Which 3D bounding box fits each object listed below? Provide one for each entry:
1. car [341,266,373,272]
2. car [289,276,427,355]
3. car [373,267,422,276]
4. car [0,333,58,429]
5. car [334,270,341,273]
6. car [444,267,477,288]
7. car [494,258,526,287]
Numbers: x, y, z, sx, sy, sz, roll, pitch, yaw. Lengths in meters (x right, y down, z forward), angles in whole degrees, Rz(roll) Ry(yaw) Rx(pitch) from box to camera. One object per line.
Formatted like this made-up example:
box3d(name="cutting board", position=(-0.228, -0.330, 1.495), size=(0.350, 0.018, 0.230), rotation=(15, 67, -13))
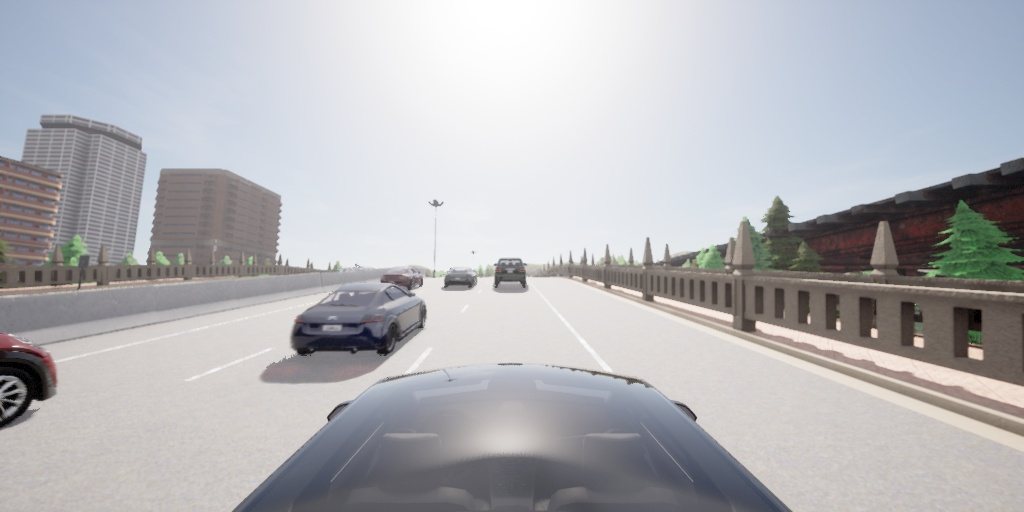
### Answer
box3d(name="car", position=(-17.973, 1.895, 43.078), size=(2.128, 1.511, 4.902), rotation=(0, -3, 0))
box3d(name="car", position=(-3.464, 1.365, 8.872), size=(1.994, 1.385, 4.181), rotation=(0, 0, -1))
box3d(name="car", position=(-7.105, 1.426, 23.368), size=(1.812, 1.442, 4.674), rotation=(0, 0, -1))
box3d(name="car", position=(-6.905, 1.114, 2.677), size=(2.097, 1.767, 4.553), rotation=(0, 0, -1))
box3d(name="car", position=(-21.489, 2.264, 47.394), size=(2.033, 1.411, 5.357), rotation=(0, -5, 0))
box3d(name="car", position=(-3.628, 1.479, 25.840), size=(1.994, 1.385, 4.181), rotation=(0, 0, -1))
box3d(name="car", position=(-0.130, 1.134, 26.047), size=(2.150, 2.045, 5.566), rotation=(0, 0, 0))
